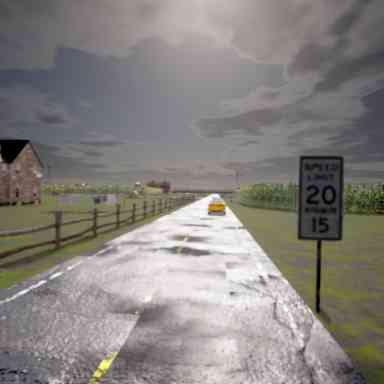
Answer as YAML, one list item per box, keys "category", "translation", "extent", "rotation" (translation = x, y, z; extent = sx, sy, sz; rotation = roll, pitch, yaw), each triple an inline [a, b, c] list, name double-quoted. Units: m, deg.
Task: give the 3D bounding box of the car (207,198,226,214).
- category: "car"
  translation: [2.698, 1.545, 36.234]
  extent: [1.882, 1.535, 5.008]
  rotation: [1, 0, 4]

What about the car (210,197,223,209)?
- category: "car"
  translation: [3.697, 1.604, 50.069]
  extent: [1.837, 1.490, 4.892]
  rotation: [1, 0, 4]
